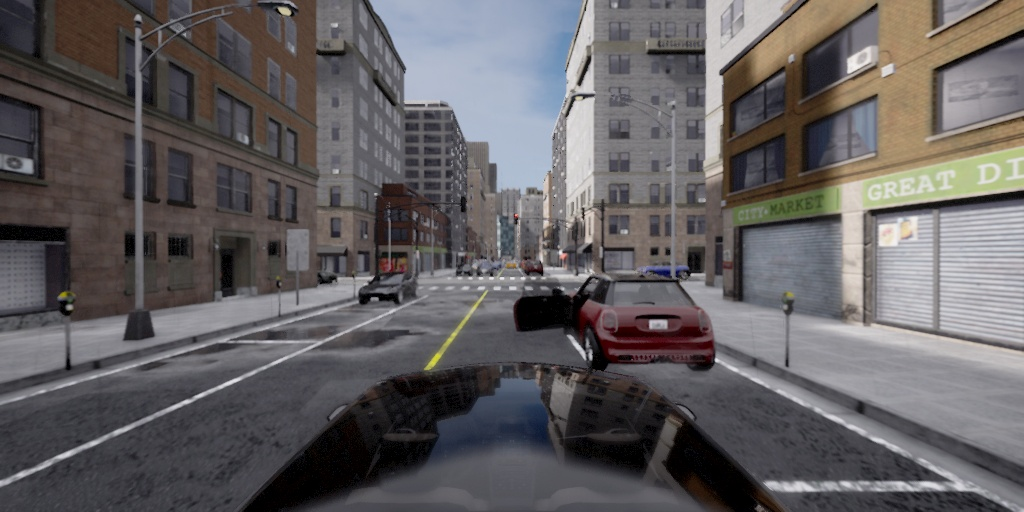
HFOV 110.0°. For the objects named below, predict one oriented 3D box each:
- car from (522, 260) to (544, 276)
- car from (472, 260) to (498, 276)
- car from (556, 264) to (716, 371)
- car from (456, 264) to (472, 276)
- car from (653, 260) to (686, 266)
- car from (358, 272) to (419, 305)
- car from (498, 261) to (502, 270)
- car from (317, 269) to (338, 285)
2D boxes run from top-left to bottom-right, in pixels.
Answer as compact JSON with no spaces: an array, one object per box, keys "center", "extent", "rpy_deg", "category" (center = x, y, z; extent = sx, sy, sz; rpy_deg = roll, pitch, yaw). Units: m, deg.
[{"center":[2.782,1.429,43.924],"extent":[2.192,1.841,5.009],"rpy_deg":[0,0,0],"category":"car"},{"center":[-3.170,1.598,43.080],"extent":[2.128,1.511,4.902],"rpy_deg":[0,0,0],"category":"car"},{"center":[2.379,1.151,7.963],"extent":[2.097,1.767,4.553],"rpy_deg":[0,0,0],"category":"car"},{"center":[-5.744,1.680,43.910],"extent":[1.948,1.339,4.313],"rpy_deg":[0,0,0],"category":"car"},{"center":[13.407,1.196,32.183],"extent":[4.553,1.767,2.097],"rpy_deg":[-1,0,-1],"category":"car"},{"center":[-5.695,1.440,17.038],"extent":[1.948,1.339,4.313],"rpy_deg":[0,0,0],"category":"car"},{"center":[-3.179,1.815,61.308],"extent":[2.033,1.411,5.357],"rpy_deg":[0,-1,0],"category":"car"},{"center":[-16.561,1.488,28.839],"extent":[4.553,1.767,2.097],"rpy_deg":[-1,0,0],"category":"car"}]
